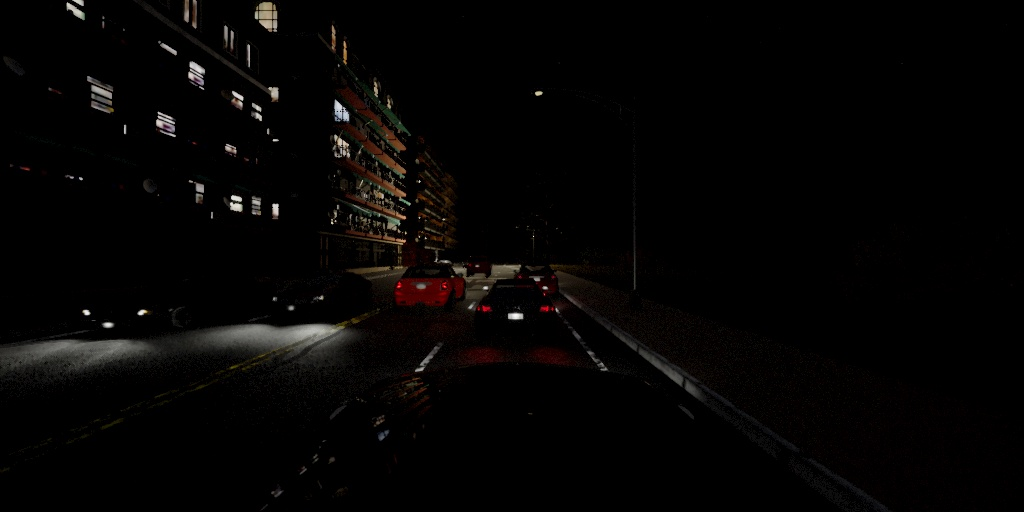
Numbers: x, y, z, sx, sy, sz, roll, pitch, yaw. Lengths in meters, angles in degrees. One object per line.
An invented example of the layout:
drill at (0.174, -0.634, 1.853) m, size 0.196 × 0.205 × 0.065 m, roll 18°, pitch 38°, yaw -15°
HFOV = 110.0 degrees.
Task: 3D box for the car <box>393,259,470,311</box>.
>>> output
car at (-3.148, 1.103, 14.588) m, size 2.097 × 1.767 × 4.553 m, roll 0°, pitch 0°, yaw 0°

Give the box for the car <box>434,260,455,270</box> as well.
car at (-9.832, 1.298, 52.463) m, size 2.033 × 1.411 × 5.357 m, roll 0°, pitch 0°, yaw 0°

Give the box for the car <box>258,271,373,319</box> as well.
car at (-6.597, 1.277, 13.034) m, size 1.812 × 1.442 × 4.674 m, roll 0°, pitch 0°, yaw 0°

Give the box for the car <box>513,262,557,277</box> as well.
car at (1.141, 1.103, 18.579) m, size 2.097 × 1.767 × 4.553 m, roll 0°, pitch 0°, yaw 0°

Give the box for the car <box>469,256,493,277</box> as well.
car at (-3.140, 0.975, 35.224) m, size 2.150 × 2.045 × 5.566 m, roll 0°, pitch 0°, yaw 0°

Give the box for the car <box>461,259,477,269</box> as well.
car at (-6.574, 1.255, 55.618) m, size 1.837 × 1.490 × 4.892 m, roll 0°, pitch 0°, yaw 0°

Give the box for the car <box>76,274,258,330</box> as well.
car at (-9.848, 1.299, 11.400) m, size 2.033 × 1.411 × 5.357 m, roll 0°, pitch 0°, yaw 0°

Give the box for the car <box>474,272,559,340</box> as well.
car at (0.096, 1.315, 9.999) m, size 1.994 × 1.385 × 4.181 m, roll 0°, pitch 0°, yaw 0°
